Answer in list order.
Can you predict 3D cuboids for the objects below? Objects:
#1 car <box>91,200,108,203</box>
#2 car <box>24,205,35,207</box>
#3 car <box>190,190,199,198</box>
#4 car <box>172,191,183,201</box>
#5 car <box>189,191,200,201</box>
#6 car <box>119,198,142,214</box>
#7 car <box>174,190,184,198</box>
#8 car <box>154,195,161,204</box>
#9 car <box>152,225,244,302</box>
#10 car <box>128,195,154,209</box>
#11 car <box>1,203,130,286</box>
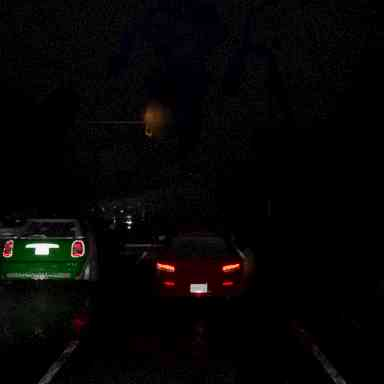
[{"bbox_3d":[-10.363,1.601,36.981,1.895,1.301,4.718,0,0,0],"label":"car"},{"bbox_3d":[-10.485,1.564,22.004,1.994,1.385,4.181,0,0,0],"label":"car"},{"bbox_3d":[0.561,0.473,76.719,1.837,1.490,4.892,0,3,0],"label":"car"},{"bbox_3d":[-2.924,0.985,66.399,1.882,1.535,5.008,0,3,1],"label":"car"},{"bbox_3d":[0.578,0.845,66.640,2.097,1.767,4.553,0,3,0],"label":"car"},{"bbox_3d":[-6.879,1.601,34.953,1.895,1.301,4.718,0,0,0],"label":"car"},{"bbox_3d":[-2.942,0.510,76.509,2.128,1.511,4.902,0,3,0],"label":"car"},{"bbox_3d":[-6.659,1.341,59.420,1.837,1.490,4.892,0,2,1],"label":"car"},{"bbox_3d":[0.131,1.526,8.145,1.812,1.442,4.674,0,0,0],"label":"car"},{"bbox_3d":[-6.800,1.491,44.520,2.128,1.511,4.902,0,0,0],"label":"car"},{"bbox_3d":[-3.361,1.352,9.611,2.097,1.767,4.553,0,0,0],"label":"car"}]
